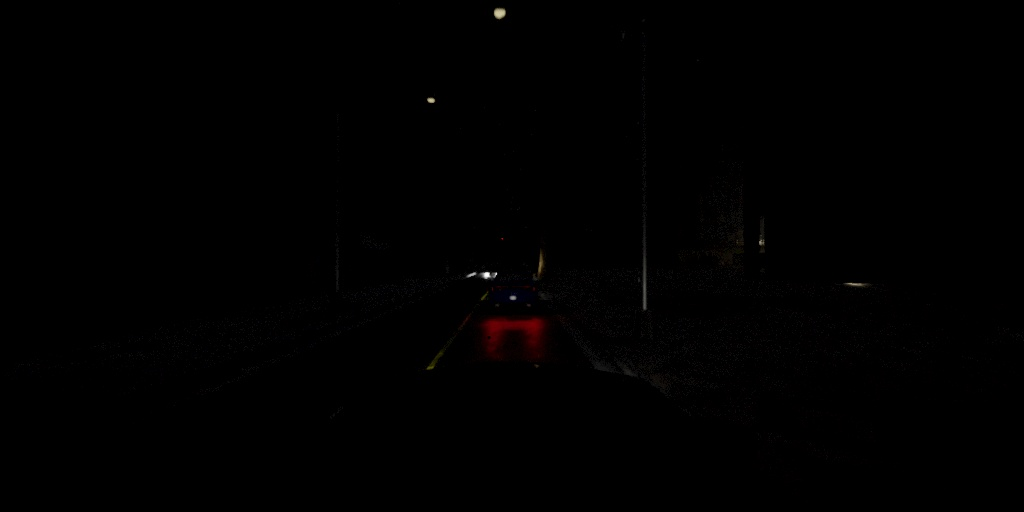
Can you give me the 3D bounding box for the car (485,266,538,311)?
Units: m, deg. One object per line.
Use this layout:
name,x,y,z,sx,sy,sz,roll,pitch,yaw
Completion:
car,0.059,1.357,15.338,1.882,1.535,5.008,0,0,0

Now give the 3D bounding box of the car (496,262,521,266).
car,0.059,1.362,29.080,2.097,1.767,4.553,0,-1,1

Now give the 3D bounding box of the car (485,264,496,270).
car,-3.006,1.863,54.566,1.895,1.301,4.718,0,-1,1
